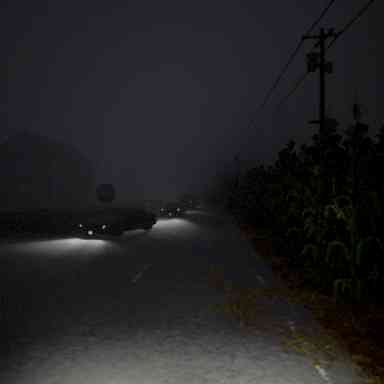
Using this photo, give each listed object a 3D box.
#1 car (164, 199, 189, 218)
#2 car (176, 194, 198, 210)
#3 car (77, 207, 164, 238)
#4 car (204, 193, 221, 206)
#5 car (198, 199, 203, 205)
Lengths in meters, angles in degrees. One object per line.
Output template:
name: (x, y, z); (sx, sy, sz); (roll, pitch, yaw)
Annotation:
car: (-1.712, 1.612, 30.903); (1.895, 1.301, 4.718); (0, 0, 4)
car: (-0.771, 1.240, 43.097); (2.150, 2.045, 5.566); (0, 0, 5)
car: (-3.830, 1.554, 18.304); (2.033, 1.411, 5.357); (0, 0, 22)
car: (3.596, 1.241, 55.813); (2.150, 2.045, 5.566); (0, 0, 5)
car: (0.178, 1.567, 55.008); (2.033, 1.411, 5.357); (0, 0, 5)
